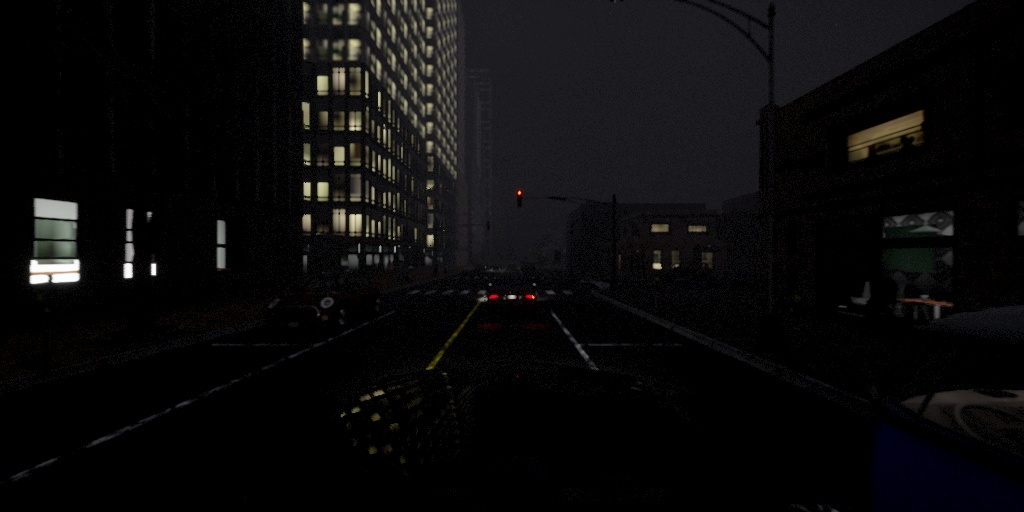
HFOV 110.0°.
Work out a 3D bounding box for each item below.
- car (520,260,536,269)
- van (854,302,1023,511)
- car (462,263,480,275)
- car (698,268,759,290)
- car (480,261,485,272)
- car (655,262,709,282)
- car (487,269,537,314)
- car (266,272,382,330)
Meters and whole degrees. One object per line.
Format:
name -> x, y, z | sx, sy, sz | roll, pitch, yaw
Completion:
car -> 2.685, 1.731, 54.871 | 1.967, 1.591, 4.097 | 0, 0, 0
van -> 2.690, 1.077, 0.253 | 1.690, 1.789, 3.998 | 0, 0, 0
car -> -5.833, 1.758, 49.111 | 1.751, 1.417, 4.829 | 0, 0, 0
car -> 16.409, 1.801, 26.210 | 4.313, 1.339, 1.948 | 0, 0, 1
car -> -5.663, 1.857, 54.925 | 1.948, 1.339, 4.313 | 0, 0, 0
car -> 16.515, 1.506, 34.590 | 5.009, 1.841, 2.192 | 0, 0, 1
car -> 0.010, 1.426, 14.339 | 2.033, 1.411, 5.357 | 0, -1, 0
car -> -5.692, 1.287, 11.336 | 1.967, 1.591, 4.097 | 0, 0, 0
